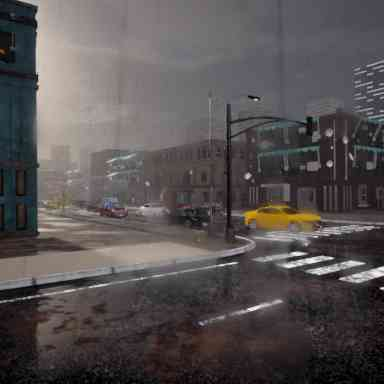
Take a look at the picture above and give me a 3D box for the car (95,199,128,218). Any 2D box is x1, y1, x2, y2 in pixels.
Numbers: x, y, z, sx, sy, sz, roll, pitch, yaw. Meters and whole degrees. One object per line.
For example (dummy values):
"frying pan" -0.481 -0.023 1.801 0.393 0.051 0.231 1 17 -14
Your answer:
"car" -8.311 1.845 35.184 1.967 1.590 4.097 -1 0 -35

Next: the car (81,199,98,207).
"car" -20.702 2.226 67.117 1.887 1.381 4.507 -1 0 -35

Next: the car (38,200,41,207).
"car" -30.738 2.375 66.778 2.008 1.369 4.403 -1 0 -35

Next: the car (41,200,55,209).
"car" -24.231 2.232 57.612 1.752 1.417 4.829 -1 0 -35

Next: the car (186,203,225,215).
"car" 1.728 1.808 35.524 2.008 1.369 4.403 -2 0 -35

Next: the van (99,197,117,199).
"van" -14.298 1.905 58.090 1.690 1.788 3.998 -1 0 -35

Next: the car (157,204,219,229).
"car" -0.374 1.814 23.799 1.947 1.339 4.313 -2 0 -35

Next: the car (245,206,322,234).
"car" 5.506 1.616 20.513 1.882 1.535 5.008 -1 -1 -38

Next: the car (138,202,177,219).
"car" -3.760 1.857 33.275 1.812 1.442 4.674 -1 0 -36

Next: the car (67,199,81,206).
"car" -27.110 2.362 76.144 1.947 1.339 4.313 -1 0 -35

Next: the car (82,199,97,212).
"car" -13.110 2.060 46.491 2.033 1.411 5.357 -1 0 -35

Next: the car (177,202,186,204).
"car" -1.476 1.902 40.037 1.802 1.307 4.206 -2 0 -35

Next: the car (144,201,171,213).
"car" -4.679 1.964 44.550 1.802 1.307 4.206 -2 0 -35

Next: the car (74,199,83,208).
"car" -20.440 2.190 62.288 1.812 1.442 4.674 -1 0 -35
